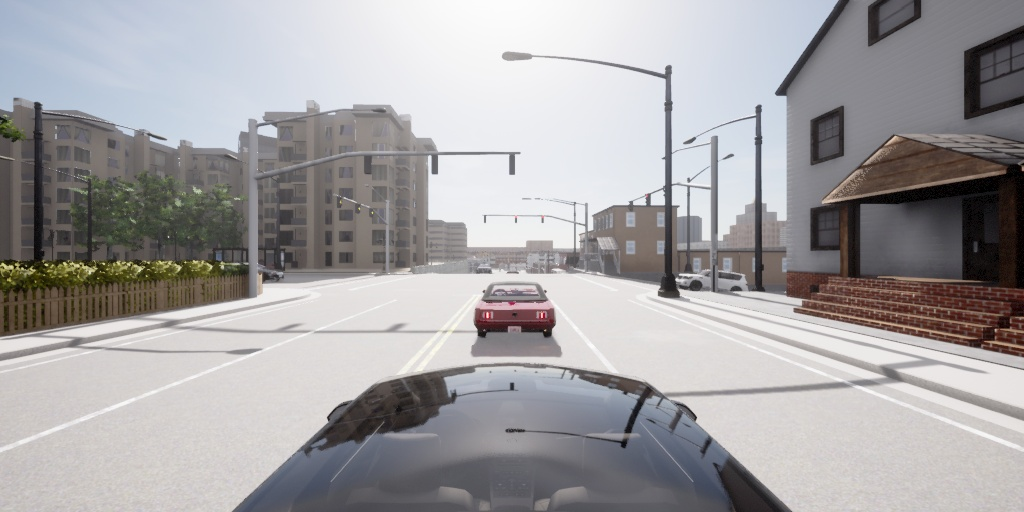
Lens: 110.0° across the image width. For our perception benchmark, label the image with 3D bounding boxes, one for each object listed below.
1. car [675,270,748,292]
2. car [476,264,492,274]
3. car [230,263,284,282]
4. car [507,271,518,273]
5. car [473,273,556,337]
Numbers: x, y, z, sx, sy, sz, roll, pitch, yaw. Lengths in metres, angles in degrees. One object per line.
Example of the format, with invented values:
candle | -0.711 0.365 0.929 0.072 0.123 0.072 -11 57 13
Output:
car | 16.765 2.162 30.147 5.566 2.045 2.150 9 0 1
car | -3.587 1.774 46.901 1.812 1.442 4.674 0 -4 0
car | -19.810 1.242 26.931 4.902 1.511 2.128 0 0 1
car | 0.095 3.247 56.914 1.882 1.535 5.008 0 -12 0
car | 0.076 1.351 10.218 1.895 1.301 4.718 0 0 0
